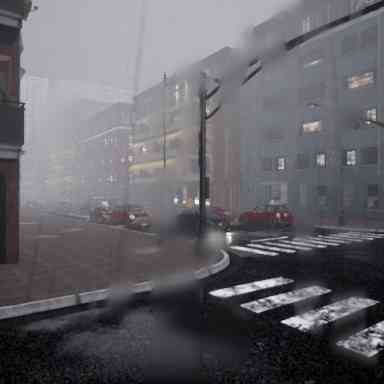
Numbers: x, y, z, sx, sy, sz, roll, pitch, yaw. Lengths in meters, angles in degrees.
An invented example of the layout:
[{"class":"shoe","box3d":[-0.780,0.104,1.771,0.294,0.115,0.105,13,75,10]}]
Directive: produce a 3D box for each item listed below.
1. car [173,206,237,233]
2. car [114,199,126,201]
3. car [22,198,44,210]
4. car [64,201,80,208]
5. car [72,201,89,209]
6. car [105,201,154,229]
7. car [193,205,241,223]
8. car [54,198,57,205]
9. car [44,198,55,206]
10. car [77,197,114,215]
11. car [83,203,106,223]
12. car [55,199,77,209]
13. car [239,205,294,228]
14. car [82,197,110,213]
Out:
[{"class":"car","box3d":[0.546,1.756,21.370,1.994,1.385,4.181,0,-1,-35]},{"class":"car","box3d":[-10.711,1.852,46.793,2.192,1.841,5.009,-1,0,-35]},{"class":"car","box3d":[-26.713,2.169,55.868,1.967,1.590,4.097,-1,0,-35]},{"class":"car","box3d":[-23.463,2.374,64.955,1.947,1.339,4.313,-1,0,-35]},{"class":"car","box3d":[-20.274,2.323,60.414,1.802,1.307,4.206,-1,0,-35]},{"class":"car","box3d":[-4.389,1.692,24.083,1.967,1.590,4.097,-1,0,-35]},{"class":"car","box3d":[2.053,1.846,28.633,1.802,1.307,4.206,-1,0,-35]},{"class":"car","box3d":[-26.653,2.426,69.495,2.008,1.369,4.403,-1,0,-35]},{"class":"car","box3d":[-33.035,2.325,78.577,2.192,1.841,5.009,-1,0,-35]},{"class":"car","box3d":[-11.043,1.794,37.883,2.097,1.767,4.553,0,-1,-35]},{"class":"car","box3d":[-7.576,1.902,28.624,1.802,1.307,4.206,-1,0,-35]},{"class":"car","box3d":[-22.519,2.268,59.332,1.812,1.442,4.674,0,-1,-35]},{"class":"car","box3d":[5.243,1.636,24.095,1.967,1.590,4.097,-1,0,-35]},{"class":"car","box3d":[-13.578,1.770,46.609,2.150,2.045,5.566,0,-1,-34]}]
